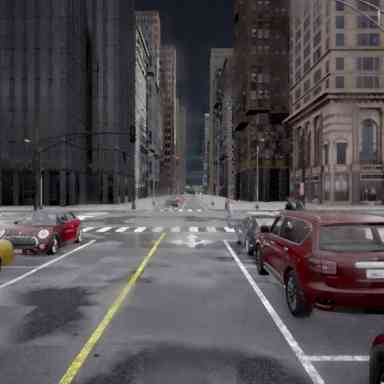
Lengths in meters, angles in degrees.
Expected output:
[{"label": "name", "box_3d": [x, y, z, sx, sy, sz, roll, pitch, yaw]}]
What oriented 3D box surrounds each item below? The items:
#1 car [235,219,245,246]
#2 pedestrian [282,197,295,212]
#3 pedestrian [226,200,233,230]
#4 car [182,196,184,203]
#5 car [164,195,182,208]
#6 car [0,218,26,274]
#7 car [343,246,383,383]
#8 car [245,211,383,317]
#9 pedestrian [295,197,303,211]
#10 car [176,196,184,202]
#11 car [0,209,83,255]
[{"label": "car", "box_3d": [2.758, 1.549, 12.991, 2.008, 1.369, 4.403, 0, 0, 0]}, {"label": "pedestrian", "box_3d": [5.353, 1.141, 18.469, 0.375, 1.860, 0.375, 0, 0, 0]}, {"label": "pedestrian", "box_3d": [2.256, 1.295, 19.670, 0.375, 1.860, 0.375, 0, 0, 0]}, {"label": "car", "box_3d": [-2.894, 1.352, 64.820, 2.097, 1.767, 4.553, 0, 0, 1]}, {"label": "car", "box_3d": [-2.975, 1.545, 48.548, 2.033, 1.411, 5.357, 0, 0, 0]}, {"label": "car", "box_3d": [-5.767, 1.524, 7.217, 1.752, 1.417, 4.829, 0, 0, 0]}, {"label": "car", "box_3d": [2.759, 1.440, 1.787, 1.967, 1.590, 4.097, 0, 0, 0]}, {"label": "car", "box_3d": [2.758, 1.314, 7.389, 2.192, 1.841, 5.009, 0, 0, 0]}, {"label": "pedestrian", "box_3d": [6.105, 1.142, 19.070, 0.375, 1.860, 0.375, 0, 0, 0]}, {"label": "car", "box_3d": [-2.829, 1.594, 79.726, 1.895, 1.301, 4.718, 0, 0, 0]}, {"label": "car", "box_3d": [-5.768, 1.438, 12.989, 1.967, 1.590, 4.097, 0, 0, 0]}]
